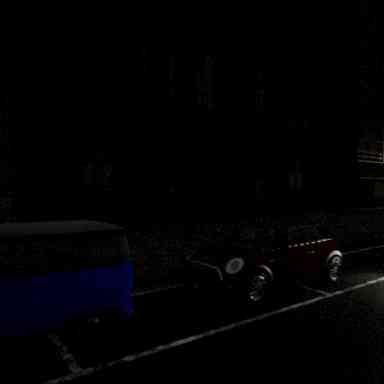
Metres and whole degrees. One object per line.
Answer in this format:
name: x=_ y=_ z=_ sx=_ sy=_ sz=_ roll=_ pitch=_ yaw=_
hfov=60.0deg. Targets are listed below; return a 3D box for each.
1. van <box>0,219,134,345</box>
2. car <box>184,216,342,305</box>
van: x=-2.821 y=1.341 z=4.754 sx=3.998 sy=1.788 sz=1.690 roll=0 pitch=0 yaw=-36
car: x=1.770 y=1.441 z=8.030 sx=4.097 sy=1.590 sz=1.967 roll=0 pitch=0 yaw=-36
